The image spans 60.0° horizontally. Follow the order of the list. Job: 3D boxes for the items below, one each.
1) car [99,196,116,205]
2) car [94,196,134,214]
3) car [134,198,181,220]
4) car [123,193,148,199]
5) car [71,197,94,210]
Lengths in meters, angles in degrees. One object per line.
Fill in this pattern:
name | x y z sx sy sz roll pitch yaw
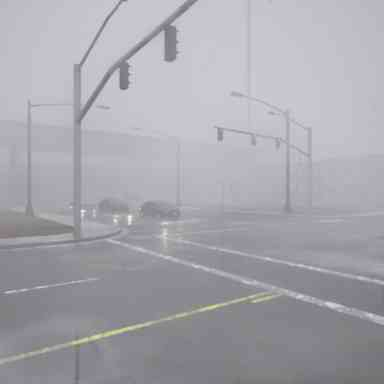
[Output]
car | -15.008 1.514 59.064 1.812 1.442 4.674 0 0 1
car | -8.524 1.470 35.959 1.882 1.535 5.008 0 0 -36
car | -2.780 1.498 28.164 1.837 1.490 4.892 0 0 -36
car | -12.256 1.207 69.394 2.150 2.045 5.566 0 0 30
car | -14.324 1.518 44.247 1.812 1.442 4.674 0 0 -32
